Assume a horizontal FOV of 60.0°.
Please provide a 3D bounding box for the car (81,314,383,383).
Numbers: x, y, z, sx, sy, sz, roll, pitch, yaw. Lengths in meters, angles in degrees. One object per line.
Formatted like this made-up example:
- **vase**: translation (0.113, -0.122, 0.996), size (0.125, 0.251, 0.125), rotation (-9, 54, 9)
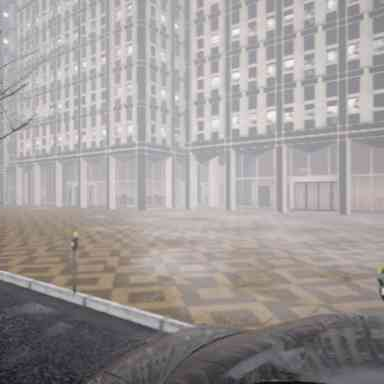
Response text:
- **car**: translation (1.045, 1.566, 2.129), size (4.313, 1.339, 1.947), rotation (0, 0, 36)
